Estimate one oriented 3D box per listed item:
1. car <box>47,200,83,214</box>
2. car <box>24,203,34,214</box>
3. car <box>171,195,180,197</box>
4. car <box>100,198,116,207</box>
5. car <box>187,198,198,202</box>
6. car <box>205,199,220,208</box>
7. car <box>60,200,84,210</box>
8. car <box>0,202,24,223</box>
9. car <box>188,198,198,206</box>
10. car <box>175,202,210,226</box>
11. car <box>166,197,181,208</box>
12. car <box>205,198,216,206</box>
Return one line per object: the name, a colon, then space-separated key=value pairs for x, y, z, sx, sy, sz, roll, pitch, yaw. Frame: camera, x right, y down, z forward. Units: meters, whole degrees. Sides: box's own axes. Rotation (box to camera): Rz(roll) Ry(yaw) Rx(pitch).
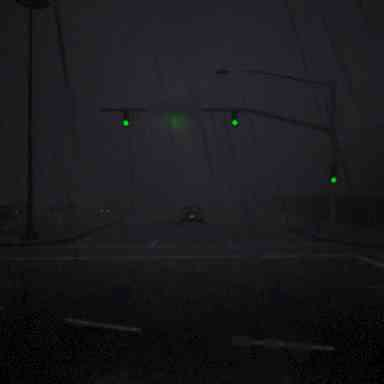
car: x=-15.059 y=1.812 z=39.185 sx=2.033 sy=1.411 sz=5.357 roll=0 pitch=0 yaw=0
car: x=-18.576 y=1.783 z=34.874 sx=2.033 sy=1.411 sz=5.357 roll=0 pitch=0 yaw=0
car: x=-3.336 y=1.688 z=66.312 sx=2.150 sy=2.045 sz=5.566 roll=0 pitch=0 yaw=0
car: x=-14.892 y=1.891 z=59.341 sx=2.128 sy=1.511 sz=4.902 roll=0 pitch=0 yaw=1
car: x=0.094 y=1.866 z=55.924 sx=2.128 sy=1.511 sz=4.902 roll=0 pitch=0 yaw=0
car: x=3.594 y=1.851 z=55.820 sx=1.882 sy=1.535 sz=5.008 roll=0 pitch=0 yaw=0
car: x=-18.481 y=1.947 z=51.329 sx=1.895 sy=1.301 sz=4.718 roll=0 pitch=0 yaw=1
car: x=-15.083 y=1.661 z=24.936 sx=2.128 sy=1.511 sz=4.902 roll=0 pitch=0 yaw=0
car: x=0.164 y=1.951 z=66.259 sx=1.837 sy=1.490 sz=4.892 roll=0 pitch=0 yaw=0
car: x=0.005 y=1.715 z=24.989 sx=2.033 sy=1.411 sz=5.357 roll=0 pitch=0 yaw=0
car: x=-3.405 y=1.923 z=55.981 sx=2.033 sy=1.411 sz=5.357 roll=0 pitch=0 yaw=0
car: x=3.664 y=2.010 z=66.237 sx=1.994 sy=1.385 sz=4.181 roll=0 pitch=0 yaw=0
